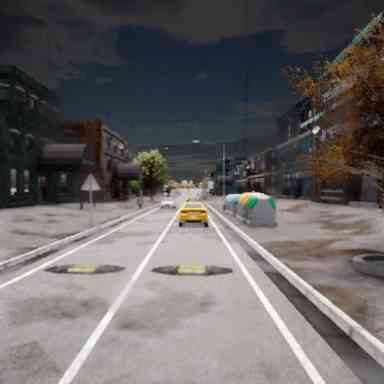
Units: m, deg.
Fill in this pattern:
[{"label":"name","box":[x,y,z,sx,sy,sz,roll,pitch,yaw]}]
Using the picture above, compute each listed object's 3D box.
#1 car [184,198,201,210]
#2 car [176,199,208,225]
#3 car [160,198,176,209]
[{"label":"car","box":[0.088,1.514,41.957,1.994,1.385,4.181,0,0,0]},{"label":"car","box":[0.093,1.439,23.520,1.882,1.535,5.008,0,0,0]},{"label":"car","box":[-3.095,1.477,43.478,1.812,1.442,4.674,0,0,0]}]
